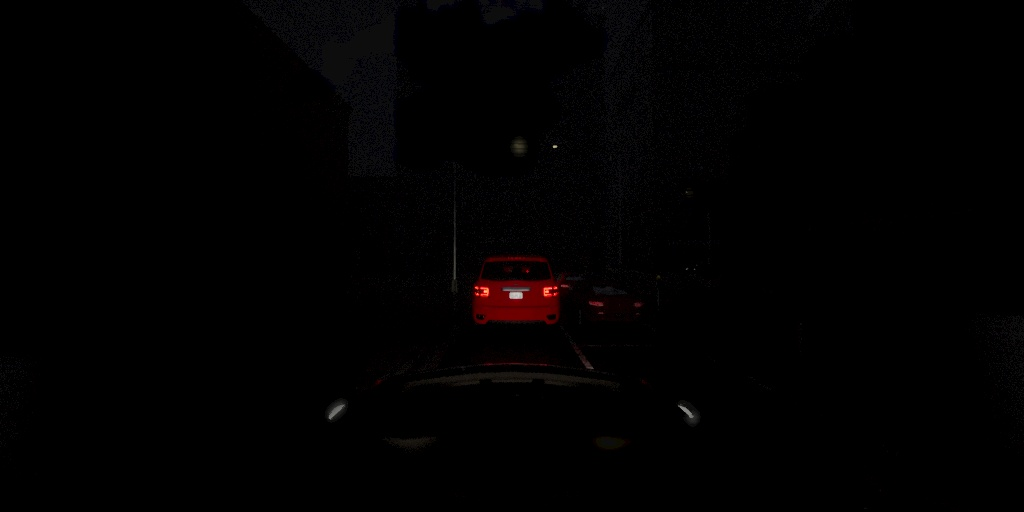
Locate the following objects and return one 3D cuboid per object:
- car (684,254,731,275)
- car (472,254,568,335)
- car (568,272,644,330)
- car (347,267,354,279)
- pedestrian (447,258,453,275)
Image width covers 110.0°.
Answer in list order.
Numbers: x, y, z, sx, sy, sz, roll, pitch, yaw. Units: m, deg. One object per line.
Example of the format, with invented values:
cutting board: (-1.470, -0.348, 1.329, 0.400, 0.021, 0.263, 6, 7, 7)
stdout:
car: (20.084, 0.847, 35.377, 5.566, 2.045, 2.150, 0, -1, 0)
car: (0.120, 0.979, 10.679, 2.150, 2.045, 5.566, 0, 0, 1)
car: (2.667, 1.339, 10.933, 1.802, 1.307, 4.207, 0, 0, 0)
car: (-16.879, 1.286, 32.698, 4.553, 1.767, 2.097, -1, -1, 0)
pedestrian: (-6.701, 1.072, 38.487, 0.375, 1.860, 0.375, 0, -1, 0)
